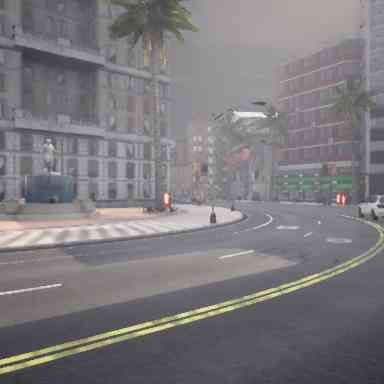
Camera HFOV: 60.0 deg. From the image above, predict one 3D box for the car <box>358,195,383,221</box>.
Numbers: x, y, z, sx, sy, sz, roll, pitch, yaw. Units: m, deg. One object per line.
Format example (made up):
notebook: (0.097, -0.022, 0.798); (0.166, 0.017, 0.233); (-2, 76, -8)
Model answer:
car: (15.543, 1.258, 27.483); (2.150, 2.045, 5.566); (0, 0, 11)

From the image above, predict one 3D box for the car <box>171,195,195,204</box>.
car: (-2.052, 1.654, 63.778); (1.895, 1.301, 4.718); (0, 0, -35)

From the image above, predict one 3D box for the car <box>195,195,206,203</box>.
car: (0.765, 1.404, 65.857); (2.097, 1.767, 4.553); (0, 0, -35)
